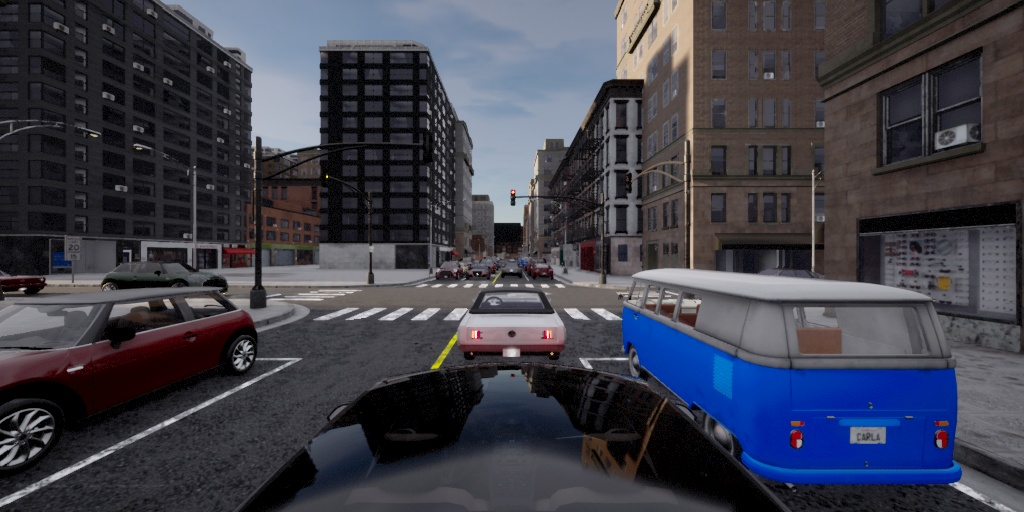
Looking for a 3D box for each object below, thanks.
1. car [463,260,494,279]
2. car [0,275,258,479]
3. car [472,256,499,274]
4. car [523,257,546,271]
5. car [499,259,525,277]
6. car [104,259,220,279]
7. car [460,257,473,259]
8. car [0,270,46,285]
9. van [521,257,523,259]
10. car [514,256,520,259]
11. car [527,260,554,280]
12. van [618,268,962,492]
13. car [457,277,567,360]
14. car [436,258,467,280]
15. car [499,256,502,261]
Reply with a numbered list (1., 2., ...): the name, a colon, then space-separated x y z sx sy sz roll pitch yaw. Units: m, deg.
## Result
1. car: -2.882 1.313 31.553 1.994 1.385 4.181 0 0 -1
2. car: -5.388 1.190 4.498 1.967 1.591 4.097 0 0 0
3. car: -2.874 1.100 40.173 2.097 1.767 4.553 0 0 0
4. car: 2.601 1.063 36.796 2.192 1.841 5.009 0 0 0
5. car: 0.001 1.312 35.422 1.994 1.385 4.181 0 0 1
6. car: -16.004 1.022 16.715 4.553 1.767 2.097 0 0 0
7. car: -5.430 1.063 42.196 2.192 1.841 5.009 0 0 0
8. car: -24.983 1.220 16.701 4.718 1.301 1.895 0 0 0
9. van: 2.583 1.086 53.025 1.690 1.789 3.998 0 0 0
10. car: 0.027 1.267 63.903 1.812 1.442 4.674 0 0 0
11. car: 2.607 1.294 31.386 1.888 1.381 4.507 0 0 0
12. van: 2.637 1.091 4.506 1.690 1.789 3.998 0 0 0
13. car: -0.005 1.351 8.292 1.895 1.301 4.718 0 0 0
14. car: -5.418 1.188 31.377 1.967 1.591 4.097 0 0 0
15. car: -2.887 1.099 49.048 2.097 1.767 4.553 0 0 0
